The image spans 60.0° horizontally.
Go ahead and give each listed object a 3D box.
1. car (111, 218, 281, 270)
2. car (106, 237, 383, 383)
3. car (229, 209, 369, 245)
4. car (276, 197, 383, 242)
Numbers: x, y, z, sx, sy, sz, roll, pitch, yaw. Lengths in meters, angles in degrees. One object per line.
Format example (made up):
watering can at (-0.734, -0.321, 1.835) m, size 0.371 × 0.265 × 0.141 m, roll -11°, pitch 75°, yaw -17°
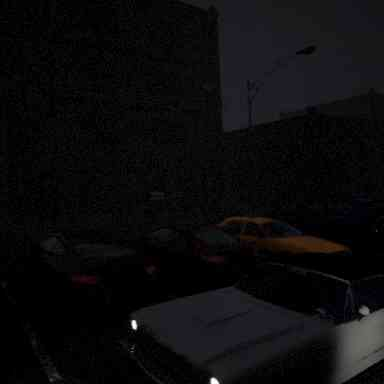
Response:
car at (-0.218, 1.512, 8.846) m, size 2.002 × 1.452 × 4.674 m, roll 0°, pitch 0°, yaw -36°
car at (1.509, 1.595, 4.437) m, size 4.718 × 1.301 × 1.895 m, roll 0°, pitch 0°, yaw -35°
car at (2.262, 1.464, 10.391) m, size 1.946 × 1.575 × 5.366 m, roll 0°, pitch 0°, yaw -36°
car at (4.307, 1.211, 12.112) m, size 2.435 × 2.045 × 5.566 m, roll 0°, pitch 0°, yaw -36°
